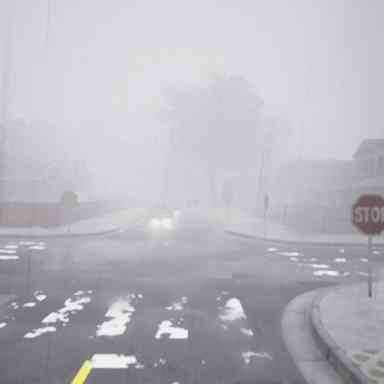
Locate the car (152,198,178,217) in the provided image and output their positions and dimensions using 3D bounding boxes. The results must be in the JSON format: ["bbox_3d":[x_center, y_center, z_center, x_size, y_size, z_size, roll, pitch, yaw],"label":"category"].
[{"bbox_3d":[-2.786,1.624,32.553,2.128,1.511,4.902,0,0,0],"label":"car"}]

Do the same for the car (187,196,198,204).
[{"bbox_3d":[0.126,1.612,66.105,1.994,1.385,4.181,0,0,0],"label":"car"}]

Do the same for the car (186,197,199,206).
[{"bbox_3d":[0.106,1.568,55.684,1.882,1.535,5.008,0,0,0],"label":"car"}]

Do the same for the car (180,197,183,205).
[{"bbox_3d":[-2.635,1.628,60.278,2.033,1.411,5.357,0,0,0],"label":"car"}]

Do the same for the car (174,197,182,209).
[{"bbox_3d":[-2.759,1.719,44.644,1.895,1.301,4.718,0,0,0],"label":"car"}]
